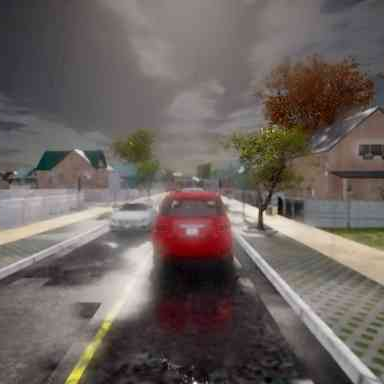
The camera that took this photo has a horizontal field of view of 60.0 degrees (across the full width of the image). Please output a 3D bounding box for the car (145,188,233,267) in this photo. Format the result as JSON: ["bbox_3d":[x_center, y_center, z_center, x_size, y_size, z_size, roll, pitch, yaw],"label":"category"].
[{"bbox_3d":[0.056,1.004,10.778,2.150,2.045,5.566,0,1,1],"label":"car"}]

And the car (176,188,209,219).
[{"bbox_3d":[0.055,0.734,24.727,2.150,2.045,5.566,0,1,0],"label":"car"}]

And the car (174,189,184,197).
[{"bbox_3d":[-2.718,0.192,70.252,1.882,1.535,5.008,0,1,0],"label":"car"}]

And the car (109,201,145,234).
[{"bbox_3d":[-2.817,1.189,16.873,1.812,1.442,4.674,0,1,0],"label":"car"}]
